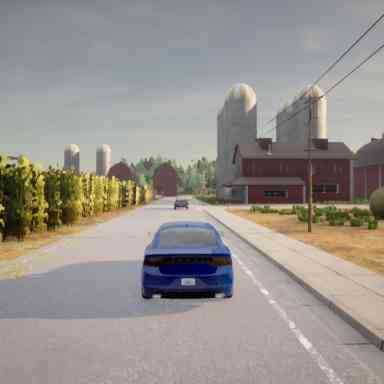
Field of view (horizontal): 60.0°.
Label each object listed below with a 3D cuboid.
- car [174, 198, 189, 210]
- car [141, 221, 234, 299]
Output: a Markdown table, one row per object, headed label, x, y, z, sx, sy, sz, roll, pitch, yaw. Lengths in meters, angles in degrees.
| label | x | y | z | sx | sy | sz | roll | pitch | yaw |
| --- | --- | --- | --- | --- | --- | --- | --- | --- | --- |
| car | -1.430 | 1.490 | 44.009 | 2.128 | 1.511 | 4.902 | 0 | 0 | -2 |
| car | -0.141 | 1.478 | 8.510 | 1.882 | 1.535 | 5.008 | 0 | 0 | -2 |
